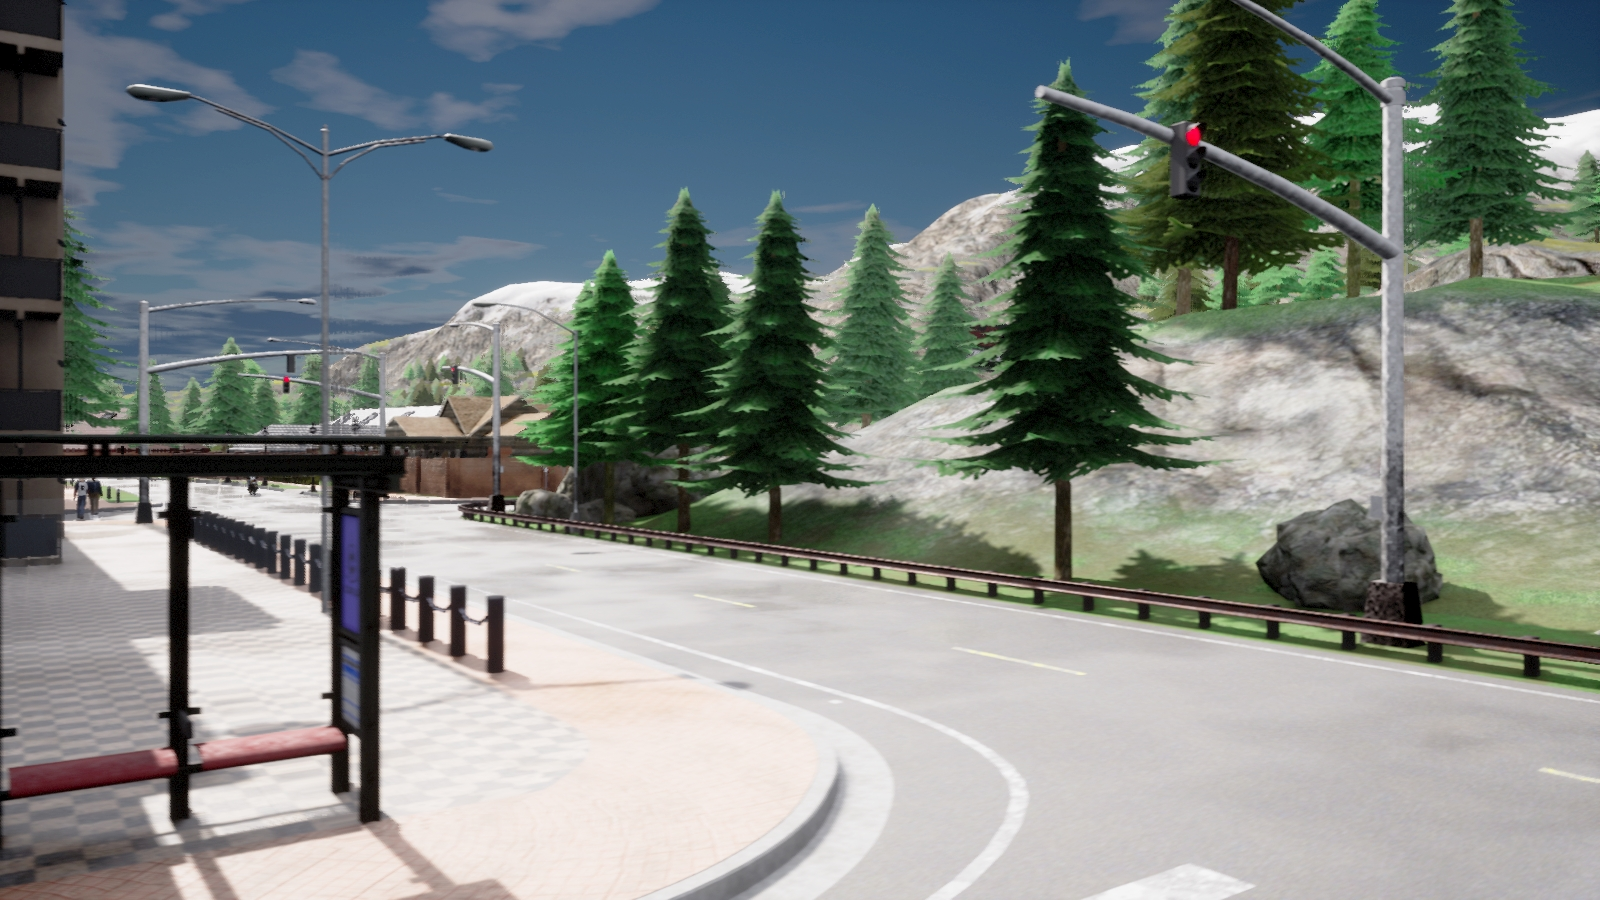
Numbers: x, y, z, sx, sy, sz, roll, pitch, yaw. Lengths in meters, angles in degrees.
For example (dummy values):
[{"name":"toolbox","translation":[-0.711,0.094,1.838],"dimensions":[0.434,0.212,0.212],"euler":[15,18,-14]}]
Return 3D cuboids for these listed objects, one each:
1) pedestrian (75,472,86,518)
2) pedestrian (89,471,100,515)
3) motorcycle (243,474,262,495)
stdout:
[{"name":"pedestrian","translation":[-29.261,1.828,46.459],"dimensions":[0.375,1.860,0.375],"euler":[0,0,-37]},{"name":"pedestrian","translation":[-29.919,1.828,48.444],"dimensions":[0.375,1.860,0.375],"euler":[0,0,-38]},{"name":"motorcycle","translation":[-33.979,2.143,70.886],"dimensions":[0.803,1.217,2.033],"euler":[0,0,-34]}]
